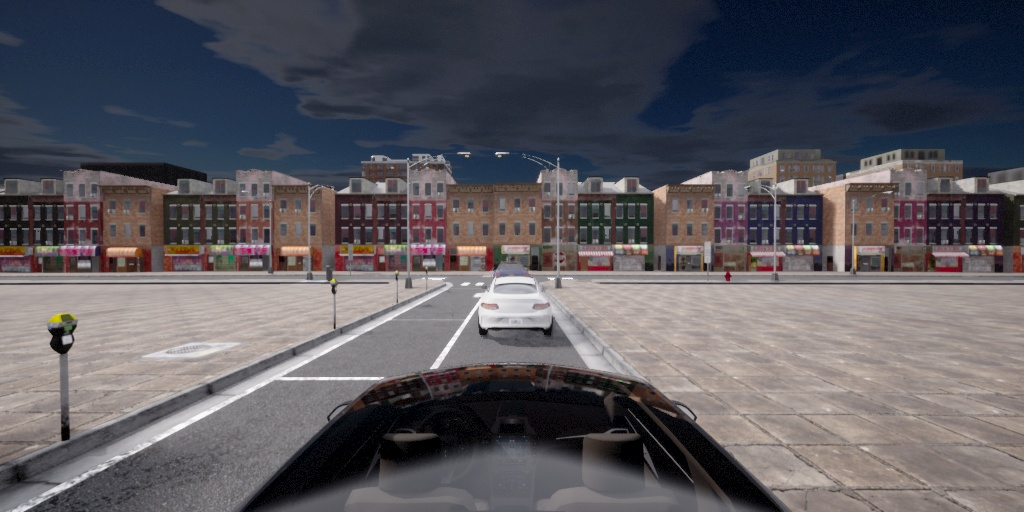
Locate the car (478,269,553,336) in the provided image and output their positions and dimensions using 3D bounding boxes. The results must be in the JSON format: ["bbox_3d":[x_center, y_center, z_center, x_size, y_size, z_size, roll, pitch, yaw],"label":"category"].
[{"bbox_3d":[0.081,1.275,10.255,1.812,1.442,4.674,0,0,0],"label":"car"}]

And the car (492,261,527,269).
[{"bbox_3d":[-0.117,1.102,21.983,2.097,1.767,4.553,0,0,-3],"label":"car"}]
